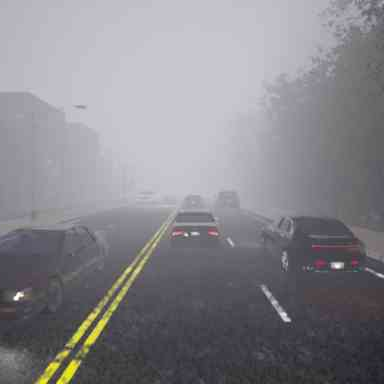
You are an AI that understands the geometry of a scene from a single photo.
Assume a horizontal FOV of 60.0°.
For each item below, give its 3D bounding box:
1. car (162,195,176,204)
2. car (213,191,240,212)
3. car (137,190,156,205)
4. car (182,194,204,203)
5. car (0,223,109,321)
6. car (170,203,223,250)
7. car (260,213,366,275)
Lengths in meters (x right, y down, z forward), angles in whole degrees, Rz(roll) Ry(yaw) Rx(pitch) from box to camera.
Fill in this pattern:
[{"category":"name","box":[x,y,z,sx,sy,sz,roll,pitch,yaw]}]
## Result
[{"category":"car","box":[-3.317,1.115,48.792,1.895,1.301,4.718,0,1,0]},{"category":"car","box":[3.361,0.894,32.895,2.150,2.045,5.566,0,1,0]},{"category":"car","box":[-6.566,0.737,48.604,2.150,2.045,5.566,0,1,0]},{"category":"car","box":[0.111,1.019,33.402,2.097,1.767,4.553,0,1,0]},{"category":"car","box":[-3.348,1.470,7.612,2.033,1.411,5.357,0,1,0]},{"category":"car","box":[0.105,1.411,13.592,2.033,1.411,5.357,0,1,0]},{"category":"car","box":[3.352,1.404,10.071,1.837,1.490,4.892,0,1,0]}]
